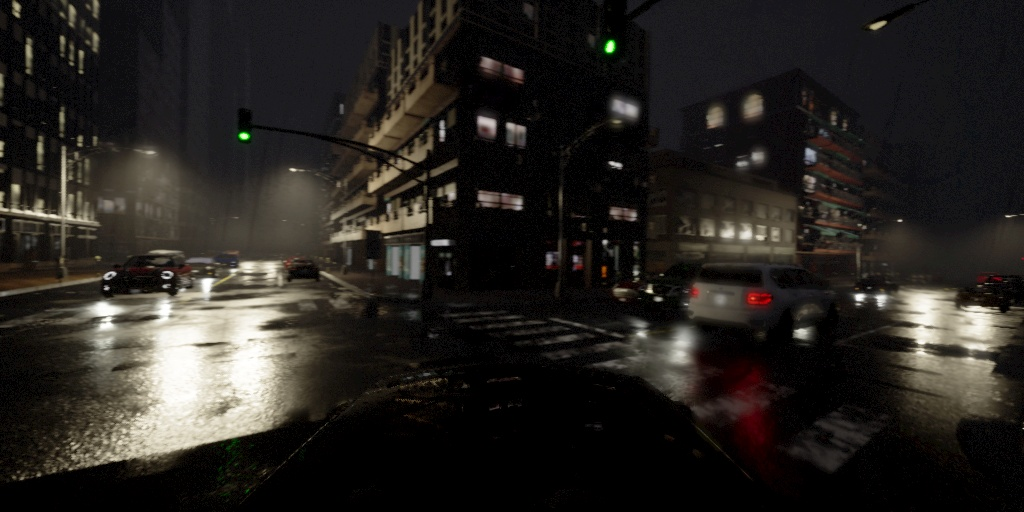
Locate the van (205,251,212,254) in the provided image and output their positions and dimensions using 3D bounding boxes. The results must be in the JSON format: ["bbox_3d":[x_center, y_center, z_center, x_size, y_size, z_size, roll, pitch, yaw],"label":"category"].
[{"bbox_3d":[-38.251,0.189,45.882,1.690,1.789,3.998,0,0,-33],"label":"van"}]

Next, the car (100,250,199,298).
[{"bbox_3d":[-15.365,0.710,15.384,2.097,1.767,4.553,1,0,-33],"label":"car"}]

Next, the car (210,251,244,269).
[{"bbox_3d":[-29.475,0.505,37.169,1.882,1.535,5.008,1,0,-33],"label":"car"}]

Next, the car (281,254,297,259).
[{"bbox_3d":[-18.914,0.763,31.471,1.888,1.381,4.507,0,0,-33],"label":"car"}]

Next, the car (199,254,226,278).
[{"bbox_3d":[-21.405,0.780,24.697,1.994,1.385,4.181,1,0,-33],"label":"car"}]

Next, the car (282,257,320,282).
[{"bbox_3d":[-13.491,0.911,23.110,1.948,1.339,4.313,0,0,-33],"label":"car"}]

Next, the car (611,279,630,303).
[{"bbox_3d":[6.497,1.442,16.769,4.097,1.591,1.967,0,0,-34],"label":"car"}]

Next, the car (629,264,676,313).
[{"bbox_3d":[7.447,1.249,14.289,5.566,2.045,2.150,2,0,-35],"label":"car"}]

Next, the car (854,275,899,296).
[{"bbox_3d":[29.249,2.341,28.742,4.181,1.385,1.994,2,0,-33],"label":"car"}]

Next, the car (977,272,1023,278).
[{"bbox_3d":[38.761,2.404,28.164,5.009,1.841,2.192,0,0,-34],"label":"car"}]

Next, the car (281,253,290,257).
[{"bbox_3d":[-28.145,0.553,45.701,2.007,1.370,4.403,0,0,-33],"label":"car"}]

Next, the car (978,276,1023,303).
[{"bbox_3d":[34.308,2.456,25.195,4.829,1.417,1.751,0,0,-34],"label":"car"}]

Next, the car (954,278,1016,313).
[{"bbox_3d":[25.090,2.139,19.113,4.829,1.417,1.751,0,0,-34],"label":"car"}]

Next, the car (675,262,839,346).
[{"bbox_3d":[7.511,1.247,10.588,5.566,2.045,2.150,2,0,-34],"label":"car"}]
